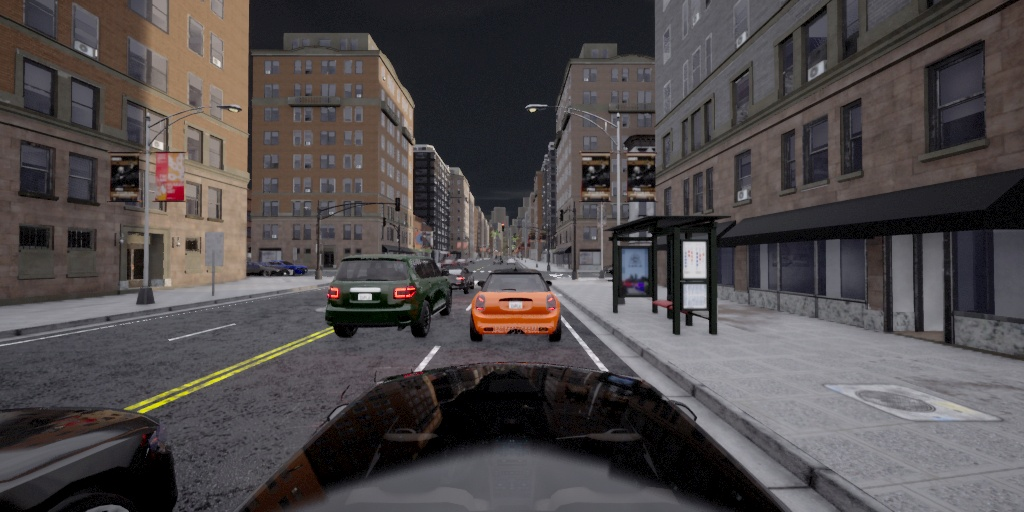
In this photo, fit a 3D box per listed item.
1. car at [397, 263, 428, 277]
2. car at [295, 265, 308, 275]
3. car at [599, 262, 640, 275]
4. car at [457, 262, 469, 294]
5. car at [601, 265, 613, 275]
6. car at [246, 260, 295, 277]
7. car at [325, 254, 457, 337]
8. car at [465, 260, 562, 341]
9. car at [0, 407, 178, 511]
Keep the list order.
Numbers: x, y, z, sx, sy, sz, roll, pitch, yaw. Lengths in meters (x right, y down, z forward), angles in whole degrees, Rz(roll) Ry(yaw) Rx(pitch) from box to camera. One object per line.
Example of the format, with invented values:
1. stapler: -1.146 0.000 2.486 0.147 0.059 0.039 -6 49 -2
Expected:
1. car: -9.925 1.332 36.168 1.895 1.301 4.718 0 -1 0
2. car: -22.788 1.149 35.258 5.008 1.535 1.882 0 -1 0
3. car: 12.627 1.442 42.166 4.181 1.385 1.994 0 -1 0
4. car: -3.199 1.282 20.108 1.812 1.442 4.674 0 0 0
5. car: 12.816 1.383 38.883 5.357 1.411 2.033 0 -1 2
6. car: -22.918 1.175 32.008 5.357 1.411 2.033 0 -1 0
7. car: -3.171 0.974 10.401 2.150 2.045 5.566 0 0 0
8. car: 0.080 1.104 10.015 2.097 1.767 4.553 0 0 0
9. car: -3.144 1.241 0.363 2.128 1.511 4.902 0 0 0
